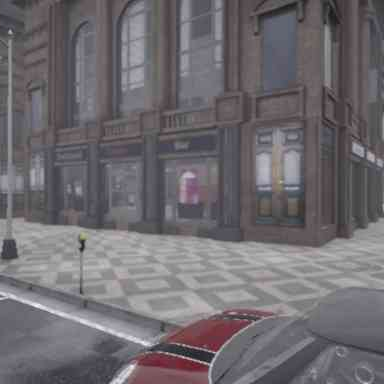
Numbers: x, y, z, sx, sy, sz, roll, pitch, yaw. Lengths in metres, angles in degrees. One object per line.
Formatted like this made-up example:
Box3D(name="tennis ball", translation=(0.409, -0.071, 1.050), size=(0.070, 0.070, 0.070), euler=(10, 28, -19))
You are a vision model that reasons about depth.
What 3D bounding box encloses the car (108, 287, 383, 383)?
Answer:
Box3D(name="car", translation=(1.203, 1.442, 2.210), size=(4.097, 1.590, 1.967), euler=(0, 0, 35))
